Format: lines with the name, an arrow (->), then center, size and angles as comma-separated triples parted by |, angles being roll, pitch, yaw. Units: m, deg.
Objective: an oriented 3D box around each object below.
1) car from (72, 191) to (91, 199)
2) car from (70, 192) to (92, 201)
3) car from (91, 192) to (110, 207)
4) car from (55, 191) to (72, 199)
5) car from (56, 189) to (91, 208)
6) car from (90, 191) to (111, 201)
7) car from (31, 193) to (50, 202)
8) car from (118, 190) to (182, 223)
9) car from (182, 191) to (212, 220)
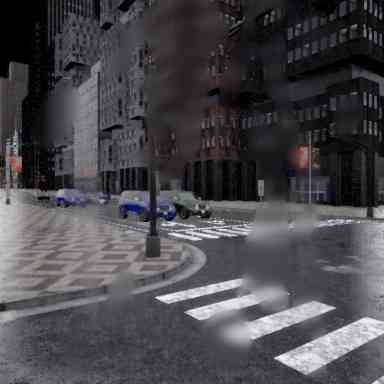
car -> -21.996, 0.531, 66.138 | 2.128, 1.511, 4.902 | 0, 1, -36
car -> -18.934, 0.744, 56.417 | 2.033, 1.411, 5.357 | 0, 1, -36
car -> -11.960, 0.943, 40.934 | 2.128, 1.511, 4.902 | 0, 1, -36
car -> -25.144, 0.508, 64.941 | 1.882, 1.535, 5.008 | 0, 1, -36
car -> -13.906, 0.690, 38.076 | 2.150, 2.045, 5.566 | 0, 2, -36
car -> -15.831, 0.683, 57.649 | 1.882, 1.535, 5.008 | 0, 1, -36
car -> -23.209, 0.747, 51.047 | 1.895, 1.301, 4.718 | 0, 1, -36
car -> -3.307, 0.949, 23.473 | 2.150, 2.045, 5.566 | 0, 1, -36
car -> -0.774, 0.939, 25.535 | 2.150, 2.045, 5.566 | 0, 2, -34
